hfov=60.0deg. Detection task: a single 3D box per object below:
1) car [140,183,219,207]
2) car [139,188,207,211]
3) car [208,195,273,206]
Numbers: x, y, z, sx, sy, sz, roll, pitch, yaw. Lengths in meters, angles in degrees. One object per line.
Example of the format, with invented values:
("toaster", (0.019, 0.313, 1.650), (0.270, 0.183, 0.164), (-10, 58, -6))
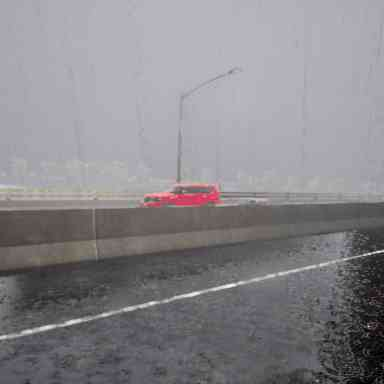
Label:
("car", (-0.613, 0.459, 21.623), (5.566, 2.045, 2.150), (1, 2, -38))
("car", (-1.361, 0.559, 25.478), (5.008, 1.535, 1.882), (1, 2, -38))
("car", (3.576, 1.036, 20.470), (4.718, 1.301, 1.895), (1, 2, -38))
